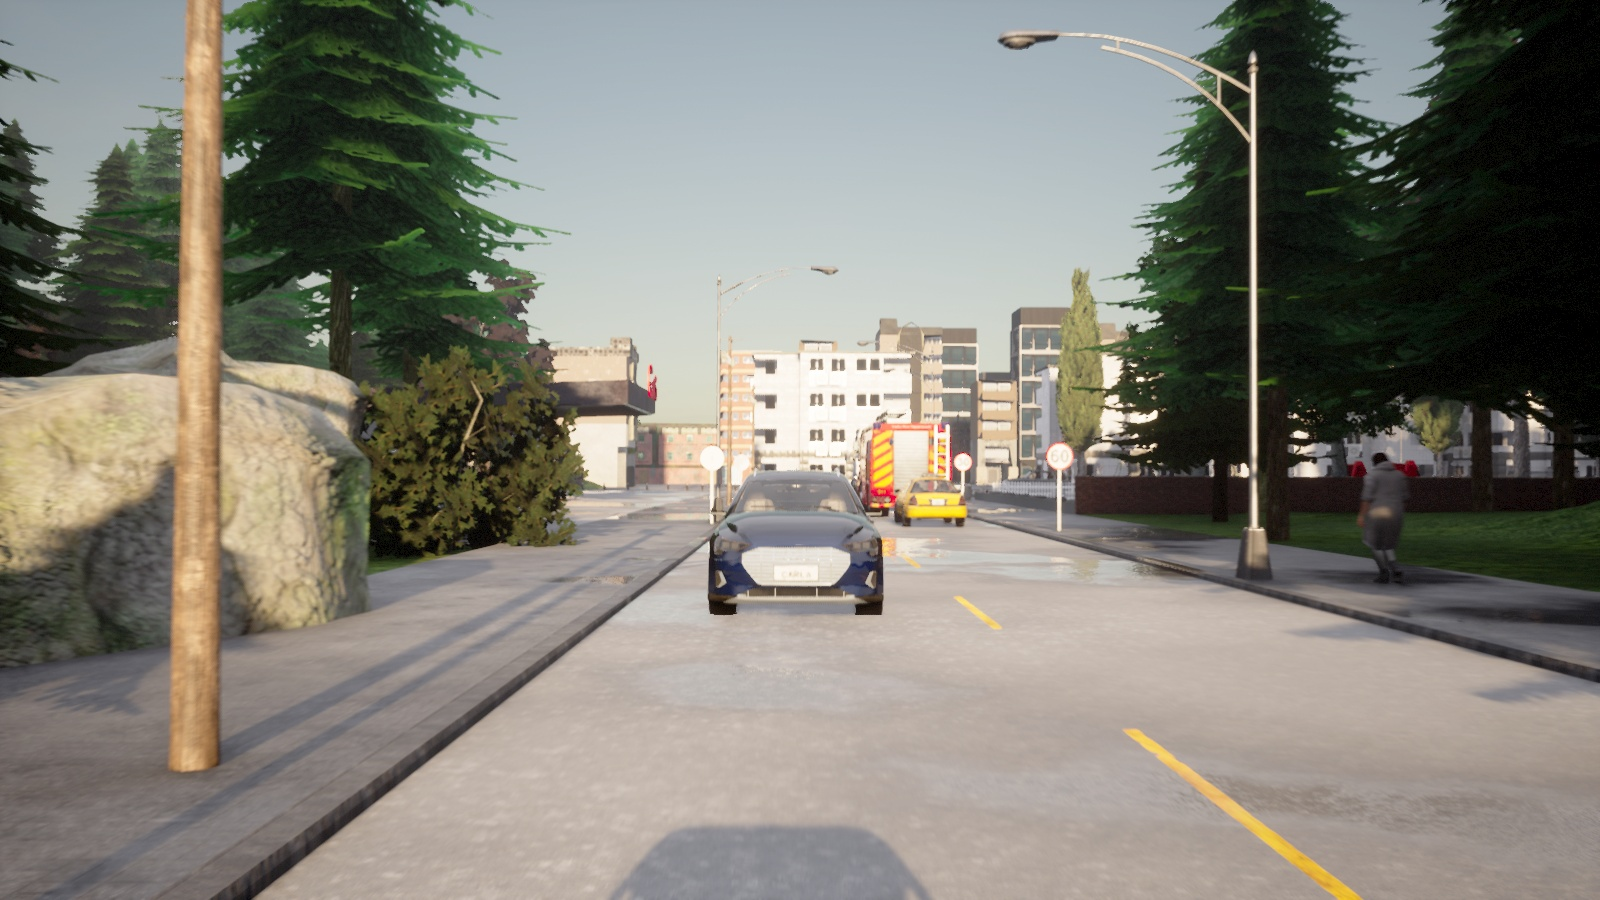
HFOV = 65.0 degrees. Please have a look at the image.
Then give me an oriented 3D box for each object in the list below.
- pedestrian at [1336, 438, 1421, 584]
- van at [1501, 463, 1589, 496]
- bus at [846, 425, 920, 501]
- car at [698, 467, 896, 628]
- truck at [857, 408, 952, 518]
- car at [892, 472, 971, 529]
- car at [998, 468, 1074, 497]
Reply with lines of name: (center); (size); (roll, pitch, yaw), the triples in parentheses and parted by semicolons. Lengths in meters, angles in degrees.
pedestrian: (7.932, 0.819, 17.240); (0.659, 1.952, 0.873); (0, -1, -9)
van: (46.349, 1.849, 78.184); (4.442, 1.987, 1.775); (0, -1, 0)
bus: (4.820, 0.838, 75.238); (3.944, 4.253, 10.273); (0, -1, 1)
car: (-0.038, 1.034, 15.331); (2.033, 1.649, 4.856); (0, -1, 0)
truck: (3.847, 0.541, 48.239); (2.891, 3.827, 8.468); (0, -1, 0)
car: (3.891, 1.453, 37.893); (1.801, 1.575, 5.366); (0, -1, 0)
car: (15.388, 2.110, 82.117); (4.605, 1.855, 1.932); (0, -1, 0)
